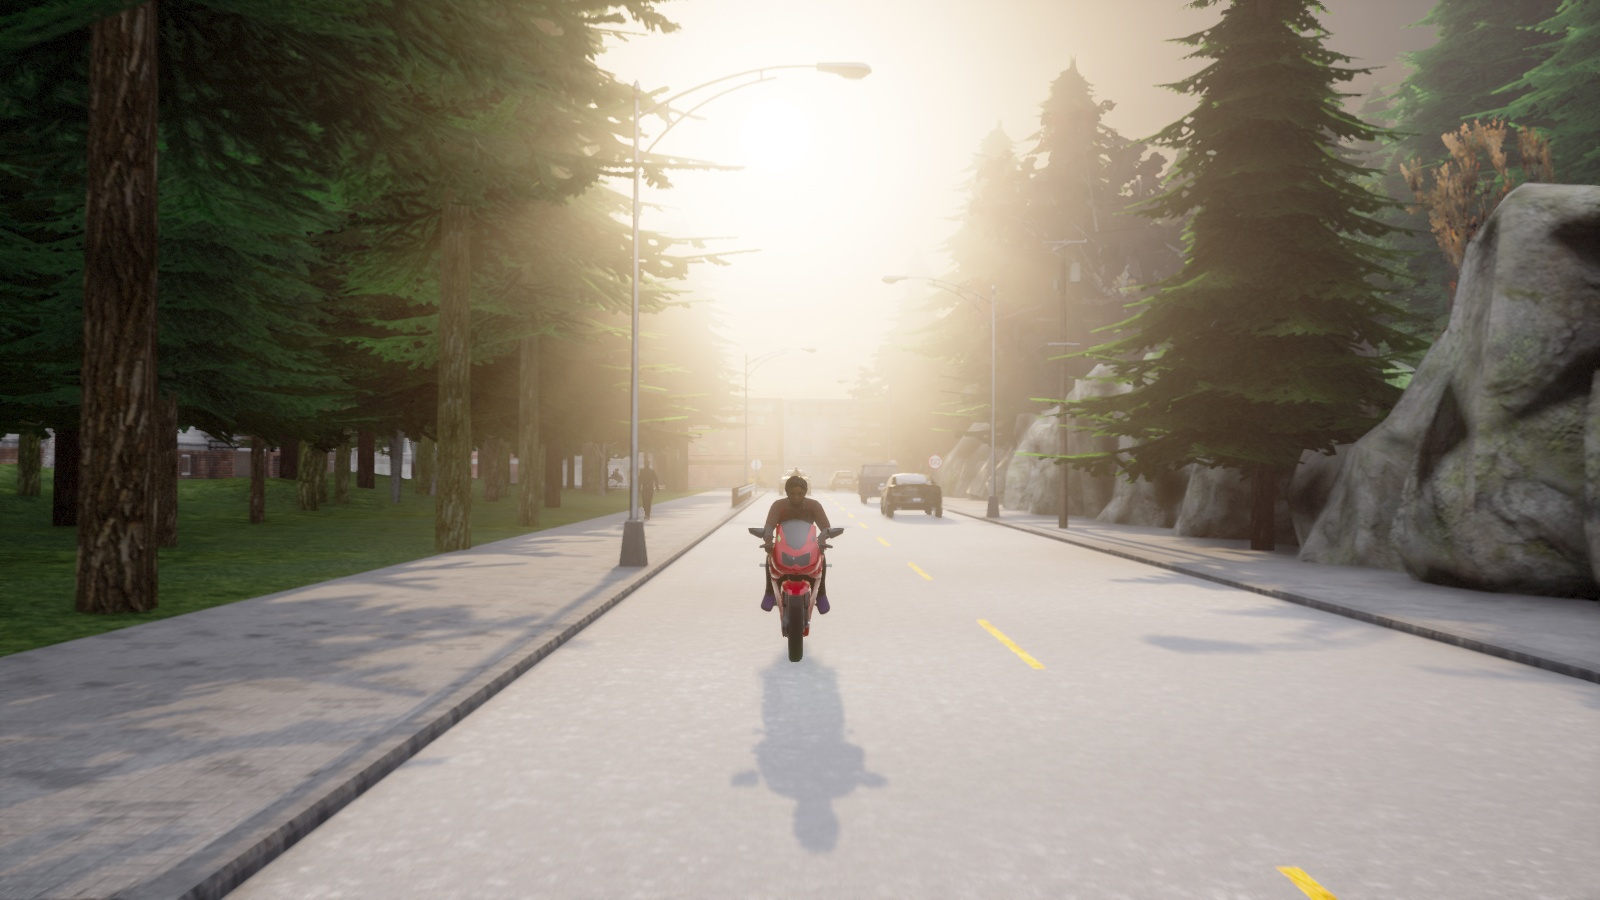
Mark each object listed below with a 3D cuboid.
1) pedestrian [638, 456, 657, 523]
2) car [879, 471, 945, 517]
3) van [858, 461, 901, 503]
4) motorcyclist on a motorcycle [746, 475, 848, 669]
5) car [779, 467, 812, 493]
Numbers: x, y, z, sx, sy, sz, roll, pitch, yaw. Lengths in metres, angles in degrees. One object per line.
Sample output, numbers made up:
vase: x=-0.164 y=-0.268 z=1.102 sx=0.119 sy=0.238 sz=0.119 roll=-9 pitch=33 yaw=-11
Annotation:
pedestrian: x=-4.484 y=1.161 z=36.984 sx=0.423 sy=1.949 sz=0.788 roll=0 pitch=-1 yaw=2
car: x=3.895 y=1.520 z=44.408 sx=1.882 sy=1.535 sz=5.008 roll=0 pitch=-1 yaw=0
van: x=3.830 y=1.573 z=61.302 sx=1.775 sy=1.987 sz=4.442 roll=0 pitch=-1 yaw=0
motorcyclist on a motorcycle: x=-0.026 y=0.980 z=10.925 sx=0.797 sy=1.523 sz=2.044 roll=0 pitch=-1 yaw=0
car: x=-0.315 y=1.987 z=83.169 sx=2.152 sy=1.651 sz=5.027 roll=0 pitch=-1 yaw=0
